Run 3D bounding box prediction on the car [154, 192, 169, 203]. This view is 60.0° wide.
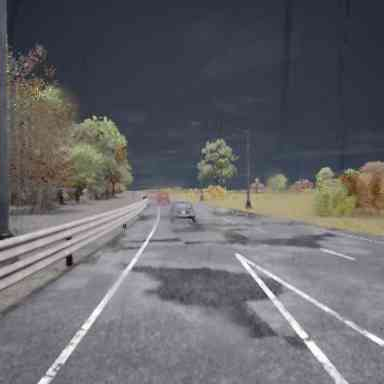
[{"bbox_3d":[-5.747,1.004,65.460,2.150,2.045,5.566,0,0,-10],"label":"car"}]

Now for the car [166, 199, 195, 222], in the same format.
[{"bbox_3d":[-0.784,1.499,25.956,2.033,1.411,5.357,0,0,-4],"label":"car"}]
